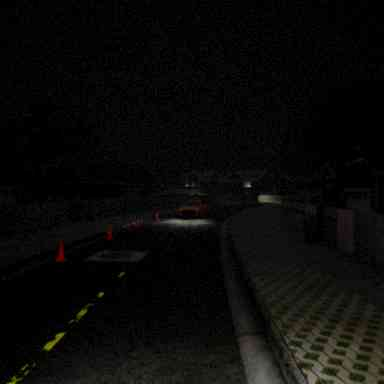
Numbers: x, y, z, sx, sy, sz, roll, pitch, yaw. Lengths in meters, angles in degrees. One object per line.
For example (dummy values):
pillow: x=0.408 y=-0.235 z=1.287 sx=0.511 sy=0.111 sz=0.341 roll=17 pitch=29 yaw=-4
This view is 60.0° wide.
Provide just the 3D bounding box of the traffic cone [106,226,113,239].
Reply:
traffic cone: x=-3.939 y=1.940 z=15.978 sx=0.340 sy=0.580 sz=0.340 roll=0 pitch=0 yaw=5

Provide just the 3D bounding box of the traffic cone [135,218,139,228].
traffic cone: x=-3.466 y=1.938 z=21.026 sx=0.340 sy=0.580 sz=0.340 roll=0 pitch=0 yaw=6

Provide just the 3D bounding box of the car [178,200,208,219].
car: x=0.166 y=1.460 z=29.337 sx=1.882 sy=1.535 sz=5.008 roll=0 pitch=0 yaw=12

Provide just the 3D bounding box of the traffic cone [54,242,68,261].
traffic cone: x=-4.289 y=1.942 z=10.931 sx=0.340 sy=0.580 sz=0.340 roll=0 pitch=0 yaw=3
